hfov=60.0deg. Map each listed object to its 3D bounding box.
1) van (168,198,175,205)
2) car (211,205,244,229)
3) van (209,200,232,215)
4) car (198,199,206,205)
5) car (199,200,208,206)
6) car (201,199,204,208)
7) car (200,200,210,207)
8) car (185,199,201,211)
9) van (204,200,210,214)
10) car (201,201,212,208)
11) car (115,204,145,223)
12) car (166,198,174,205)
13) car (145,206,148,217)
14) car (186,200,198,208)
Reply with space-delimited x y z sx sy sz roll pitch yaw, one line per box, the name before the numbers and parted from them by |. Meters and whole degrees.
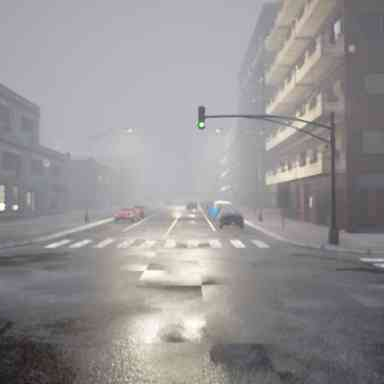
van | -5.673 2.464 90.987 1.690 1.788 3.998 1 -1 0
car | 2.702 1.865 24.062 2.008 1.369 4.403 1 -1 0
van | 2.705 1.726 29.644 1.690 1.788 3.998 1 -1 0
car | 2.703 2.674 91.026 2.008 1.369 4.403 1 -1 0
car | 2.703 2.539 79.866 1.887 1.381 4.507 1 -1 0
car | 2.703 2.191 52.133 1.752 1.417 4.829 1 -1 0
car | 2.703 2.430 68.704 1.947 1.339 4.313 1 -1 0
car | 0.000 2.175 53.546 2.128 1.511 4.902 0 -1 0
van | 2.705 1.867 40.806 1.690 1.788 3.998 1 -1 0
car | 2.702 2.364 63.124 1.947 1.339 4.313 1 -1 0
car | -5.679 1.966 29.606 1.802 1.307 4.206 1 -1 0
car | -5.677 2.625 85.404 1.947 1.339 4.313 1 -1 0
car | -5.678 2.000 35.186 1.887 1.381 4.507 1 -1 0
car | -0.001 2.300 63.967 2.128 1.511 4.902 0 -1 0
